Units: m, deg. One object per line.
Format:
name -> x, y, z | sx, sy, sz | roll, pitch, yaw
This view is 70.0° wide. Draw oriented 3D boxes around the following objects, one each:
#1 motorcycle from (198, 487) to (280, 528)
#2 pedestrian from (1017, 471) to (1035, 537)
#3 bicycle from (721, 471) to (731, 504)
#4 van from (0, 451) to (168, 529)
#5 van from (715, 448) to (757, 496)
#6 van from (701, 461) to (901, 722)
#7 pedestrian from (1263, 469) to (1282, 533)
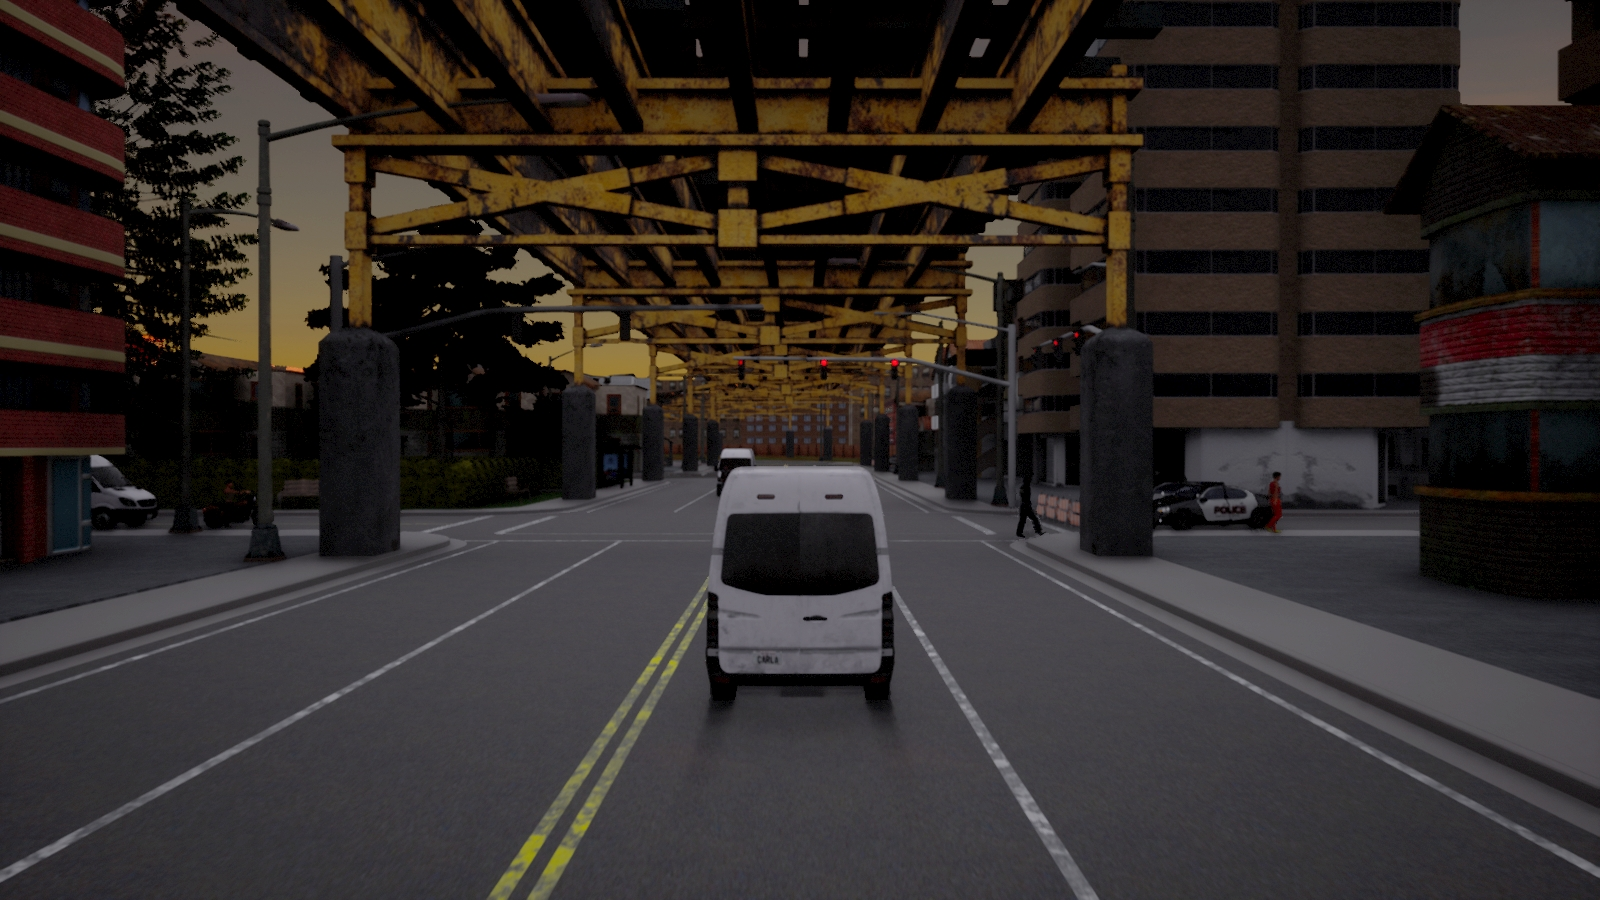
motorcycle -> -18.811, 1.914, 38.339 | 2.356, 1.332, 0.764 | 0, 0, 0
pedestrian -> 6.432, 1.537, 32.555 | 0.375, 1.860, 0.375 | 0, 0, 35
bicycle -> -3.488, 1.731, 53.716 | 0.329, 1.496, 1.835 | 0, 0, 1
van -> -24.743, 1.306, 38.362 | 5.915, 2.561, 1.988 | 0, 0, 0
van -> -3.488, 1.162, 63.507 | 1.988, 2.561, 5.915 | 0, 0, 0
van -> 0.012, 1.440, 14.360 | 1.988, 2.561, 5.915 | 0, 0, 0
pedestrian -> 13.981, 1.496, 33.803 | 0.375, 1.860, 0.375 | 0, 0, -2
